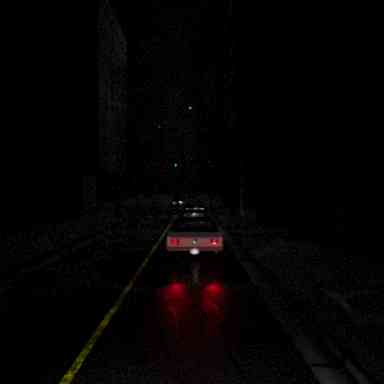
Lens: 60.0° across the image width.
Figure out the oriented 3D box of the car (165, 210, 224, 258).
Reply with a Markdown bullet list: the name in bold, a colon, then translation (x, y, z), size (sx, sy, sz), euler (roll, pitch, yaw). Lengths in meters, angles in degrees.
- **car**: translation (0.102, 1.600, 12.748), size (1.895, 1.301, 4.718), euler (0, 0, 0)

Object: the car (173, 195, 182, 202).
- **car**: translation (-2.982, 1.270, 69.849), size (2.033, 1.411, 5.357), euler (0, 1, 0)

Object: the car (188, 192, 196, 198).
- **car**: translation (0.023, 0.826, 90.743), size (2.128, 1.511, 4.902), euler (0, 1, 0)

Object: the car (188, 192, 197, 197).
- **car**: translation (0.020, 0.942, 80.712), size (2.097, 1.767, 4.553), euler (0, 1, 0)

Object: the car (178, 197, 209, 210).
- **car**: translation (0.372, 1.483, 27.943), size (2.128, 1.511, 4.902), euler (0, 0, 5)
